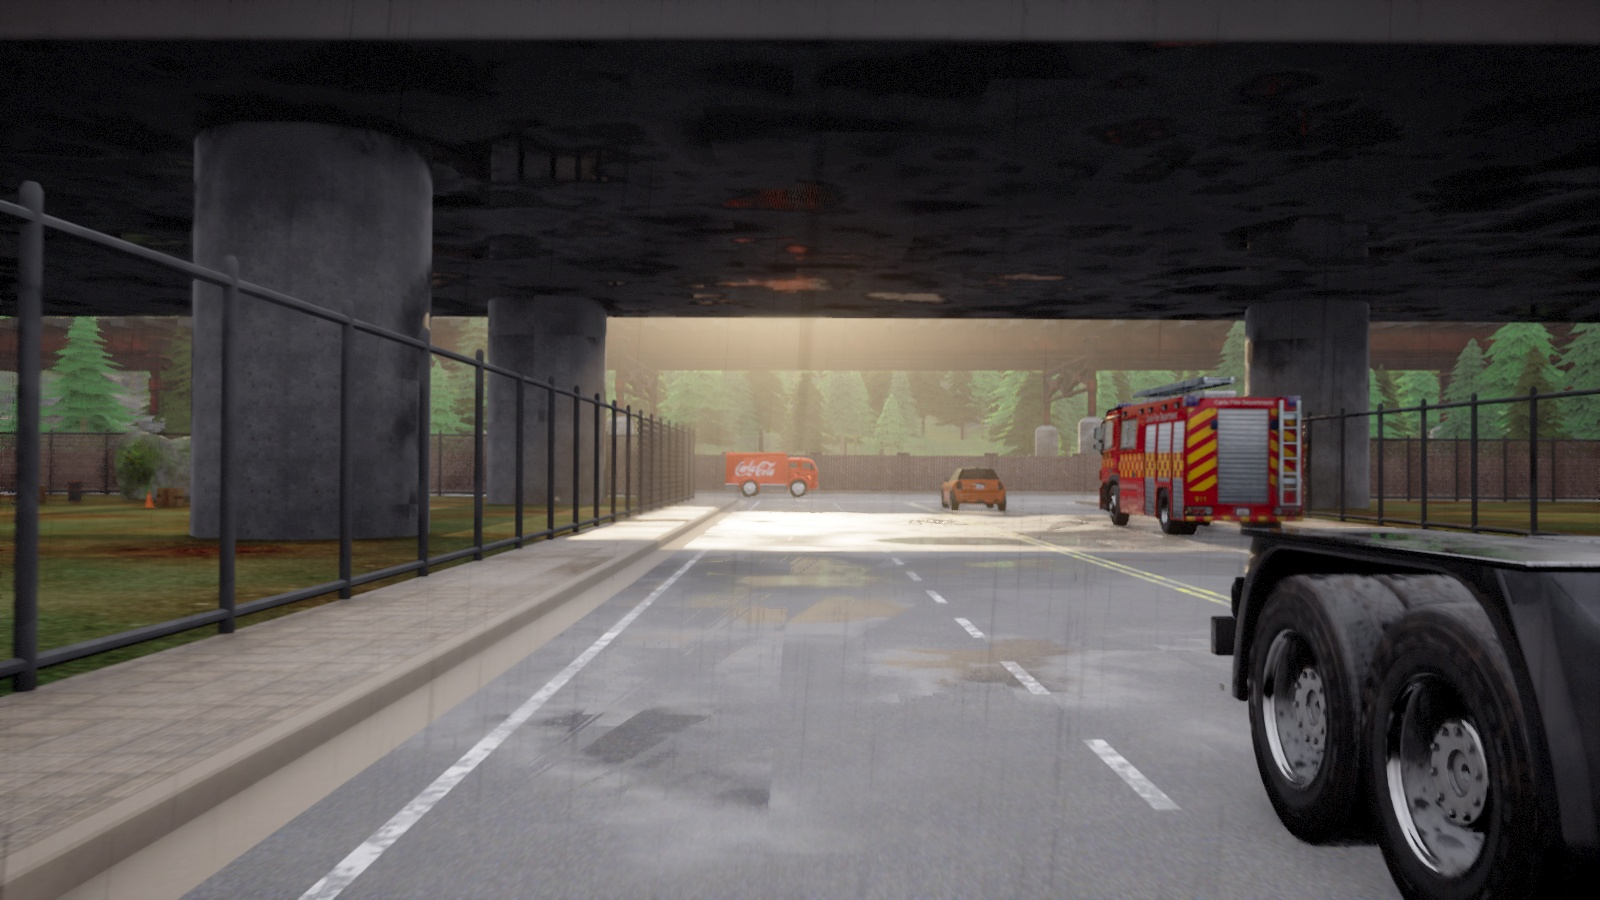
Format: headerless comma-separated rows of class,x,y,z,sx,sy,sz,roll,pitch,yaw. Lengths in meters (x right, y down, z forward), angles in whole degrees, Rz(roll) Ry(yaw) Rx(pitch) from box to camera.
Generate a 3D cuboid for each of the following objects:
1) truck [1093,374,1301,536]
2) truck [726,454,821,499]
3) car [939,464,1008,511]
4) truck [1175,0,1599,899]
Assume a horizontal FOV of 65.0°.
truck,10.401,0.175,34.024,2.891,3.827,8.468,0,-1,0
truck,-1.466,1.461,70.109,5.204,2.467,2.627,0,-1,0
car,6.859,1.463,50.120,2.097,1.767,4.553,0,-1,0
truck,3.523,-0.121,2.757,2.891,3.462,7.936,0,-1,-1
